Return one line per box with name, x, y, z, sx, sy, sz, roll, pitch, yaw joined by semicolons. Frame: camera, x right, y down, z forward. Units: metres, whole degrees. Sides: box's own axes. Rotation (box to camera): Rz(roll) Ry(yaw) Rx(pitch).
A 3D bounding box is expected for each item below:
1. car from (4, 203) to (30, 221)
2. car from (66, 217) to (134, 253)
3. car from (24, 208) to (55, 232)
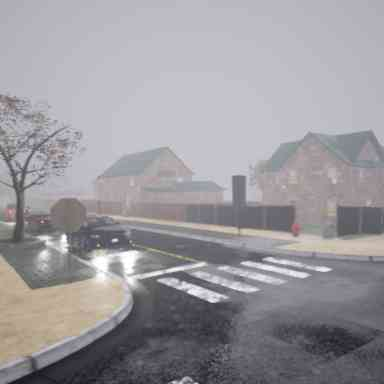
car;-17.916;1.962;34.221;2.097;1.767;4.553;-1;0;-36
car;-4.359;1.849;15.390;1.994;1.385;4.181;-1;0;-36
car;-10.360;2.029;23.717;1.895;1.301;4.718;-1;0;-36
